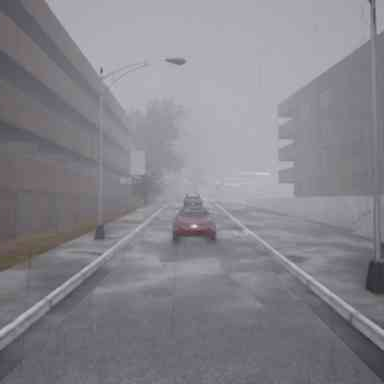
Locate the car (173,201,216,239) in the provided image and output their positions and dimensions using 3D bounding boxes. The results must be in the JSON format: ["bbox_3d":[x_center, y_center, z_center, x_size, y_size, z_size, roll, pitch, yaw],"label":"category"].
[{"bbox_3d":[0.102,1.395,16.248,1.994,1.385,4.181,0,1,0],"label":"car"}]

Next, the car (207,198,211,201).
[{"bbox_3d":[1.987,2.063,90.398,2.435,2.045,5.566,2,-3,-30],"label":"car"}]

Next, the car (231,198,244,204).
[{"bbox_3d":[10.837,2.779,92.043,2.435,2.045,5.566,7,-4,-30],"label":"car"}]

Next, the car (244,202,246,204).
[{"bbox_3d":[13.670,3.319,92.741,1.946,1.575,5.366,7,-4,-30],"label":"car"}]

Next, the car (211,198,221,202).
[{"bbox_3d":[4.867,2.357,90.987,2.185,1.767,4.553,4,-4,-31],"label":"car"}]

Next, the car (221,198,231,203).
[{"bbox_3d":[7.840,2.609,91.485,2.185,1.767,4.553,6,-4,-31],"label":"car"}]

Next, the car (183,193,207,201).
[{"bbox_3d":[0.108,0.873,33.715,2.128,1.511,4.902,0,1,0],"label":"car"}]
